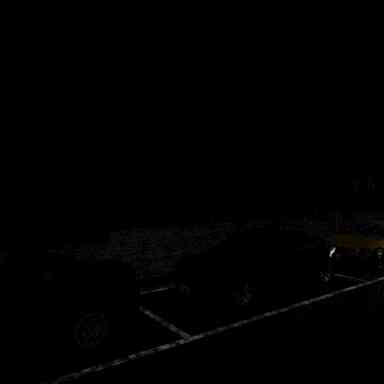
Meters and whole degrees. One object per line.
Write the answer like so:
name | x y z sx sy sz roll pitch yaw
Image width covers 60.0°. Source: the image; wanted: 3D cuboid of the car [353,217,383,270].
car | 6.094 1.527 11.021 4.829 1.417 1.752 0 0 -36

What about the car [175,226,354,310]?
car | 1.650 1.566 7.837 4.313 1.339 1.947 0 0 -36

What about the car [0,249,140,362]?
car | -2.932 1.545 4.555 4.507 1.381 1.887 0 0 -36
